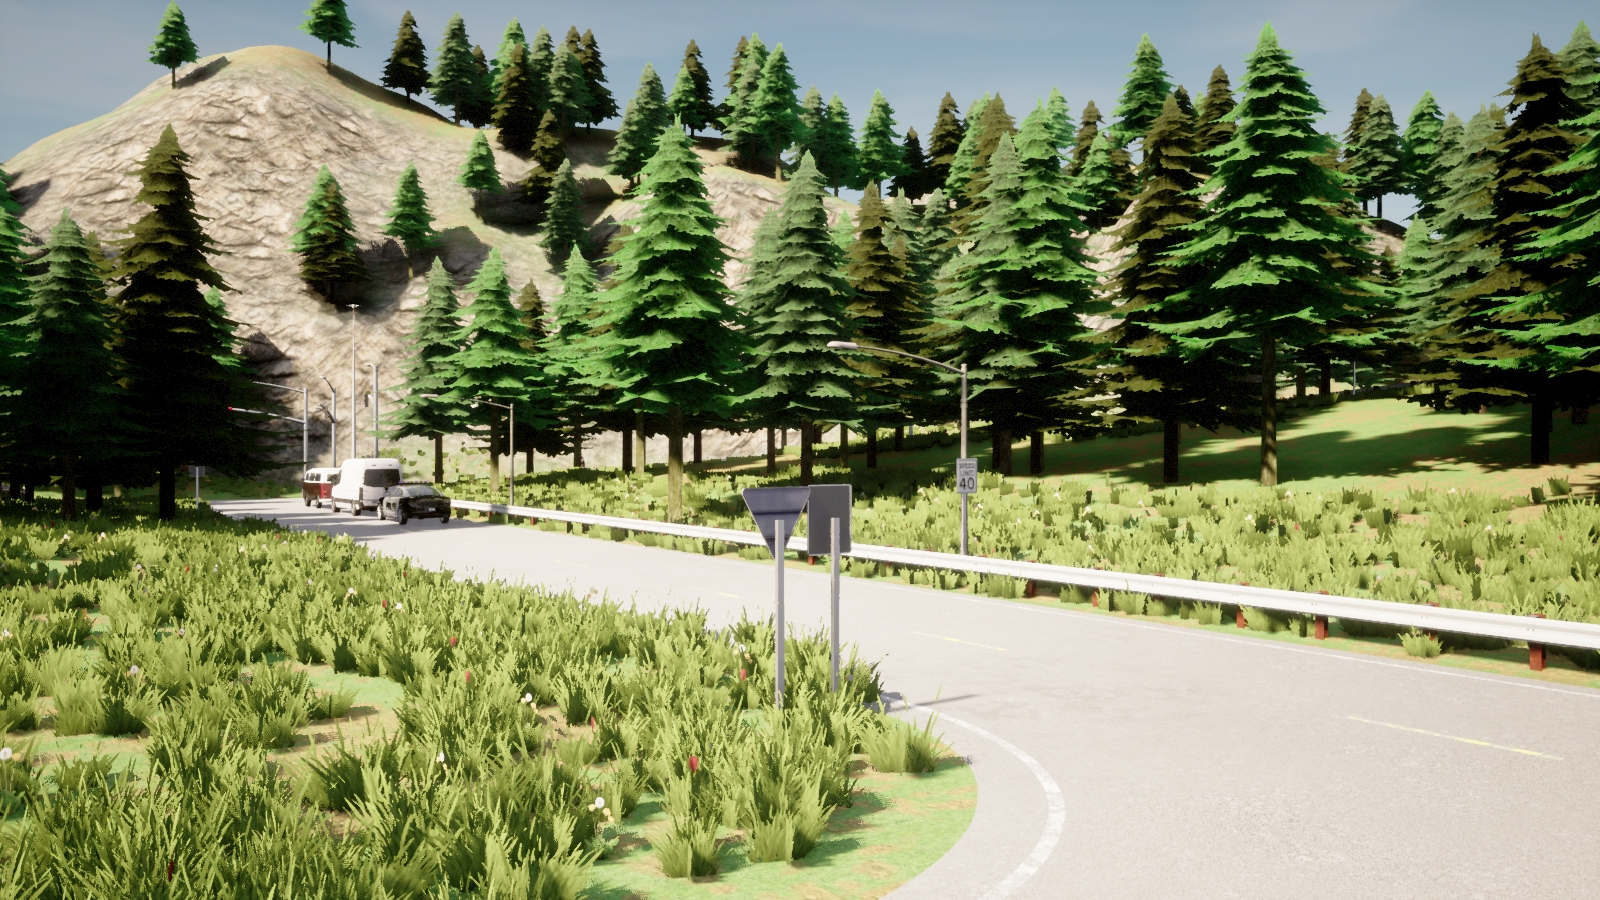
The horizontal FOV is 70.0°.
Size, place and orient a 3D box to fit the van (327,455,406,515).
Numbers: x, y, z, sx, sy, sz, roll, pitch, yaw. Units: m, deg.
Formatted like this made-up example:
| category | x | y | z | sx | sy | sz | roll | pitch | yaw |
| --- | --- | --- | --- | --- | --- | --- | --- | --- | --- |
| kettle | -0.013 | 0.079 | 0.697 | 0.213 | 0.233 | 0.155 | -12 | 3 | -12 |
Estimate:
| category | x | y | z | sx | sy | sz | roll | pitch | yaw |
| --- | --- | --- | --- | --- | --- | --- | --- | --- | --- |
| van | -20.079 | 1.534 | 52.765 | 1.988 | 2.561 | 5.915 | 0 | 0 | -35 |

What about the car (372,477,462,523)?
| category | x | y | z | sx | sy | sz | roll | pitch | yaw |
| --- | --- | --- | --- | --- | --- | --- | --- | --- | --- |
| car | -15.723 | 1.982 | 46.760 | 2.097 | 1.638 | 5.238 | 0 | 0 | -35 |

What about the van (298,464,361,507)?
| category | x | y | z | sx | sy | sz | roll | pitch | yaw |
| --- | --- | --- | --- | --- | --- | --- | --- | --- | --- |
| van | -24.143 | 1.782 | 58.581 | 2.069 | 2.038 | 4.480 | 0 | 0 | -35 |
